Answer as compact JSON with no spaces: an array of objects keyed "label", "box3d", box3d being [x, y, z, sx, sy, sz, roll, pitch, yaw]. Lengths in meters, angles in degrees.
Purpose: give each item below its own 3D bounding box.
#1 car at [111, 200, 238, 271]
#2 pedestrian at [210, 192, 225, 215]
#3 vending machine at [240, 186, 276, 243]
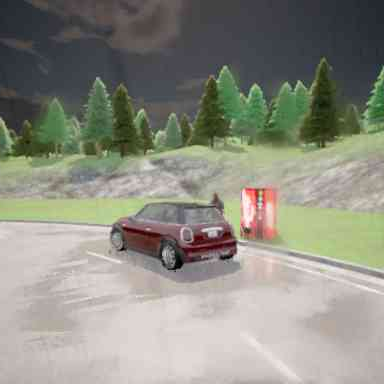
[{"label":"car","box3d":[-0.770,1.074,10.332,2.097,1.767,4.553,-2,2,-38]},{"label":"pedestrian","box3d":[0.939,0.847,12.598,0.375,1.860,0.375,-2,2,-42]},{"label":"vending machine","box3d":[2.586,0.827,12.954,1.100,2.100,0.880,-2,2,-40]}]
